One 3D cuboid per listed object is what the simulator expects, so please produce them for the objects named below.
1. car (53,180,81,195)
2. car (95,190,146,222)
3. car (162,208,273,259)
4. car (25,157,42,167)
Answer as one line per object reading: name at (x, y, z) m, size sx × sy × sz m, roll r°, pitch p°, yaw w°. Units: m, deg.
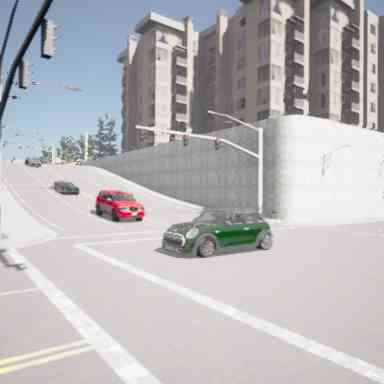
car at (-13.979, -0.598, 37.168) m, size 1.895 × 1.301 × 4.718 m, roll 1°, pitch 11°, yaw -36°
car at (-5.596, 0.975, 25.429) m, size 2.150 × 2.045 × 5.566 m, roll 1°, pitch 4°, yaw -36°
car at (1.086, 1.455, 13.225) m, size 4.553 × 1.767 × 2.097 m, roll 1°, pitch -1°, yaw -35°
car at (-25.680, -4.914, 53.745) m, size 2.033 × 1.411 × 5.357 m, roll 1°, pitch 9°, yaw -35°
